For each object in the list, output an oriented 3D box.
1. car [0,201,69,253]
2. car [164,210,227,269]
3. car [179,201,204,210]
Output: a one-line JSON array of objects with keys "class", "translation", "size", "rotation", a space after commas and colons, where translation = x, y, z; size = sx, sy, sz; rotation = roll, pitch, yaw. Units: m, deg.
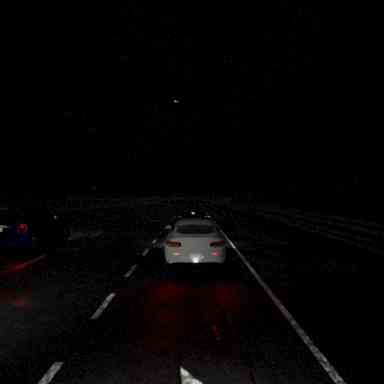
[{"class": "car", "translation": [-6.903, 1.396, 14.045], "size": [2.097, 1.767, 4.553], "rotation": [0, 0, 0]}, {"class": "car", "translation": [0.098, 1.554, 11.080], "size": [1.812, 1.442, 4.674], "rotation": [0, 0, 0]}, {"class": "car", "translation": [0.094, 1.753, 29.685], "size": [1.994, 1.385, 4.181], "rotation": [0, -1, 0]}]
